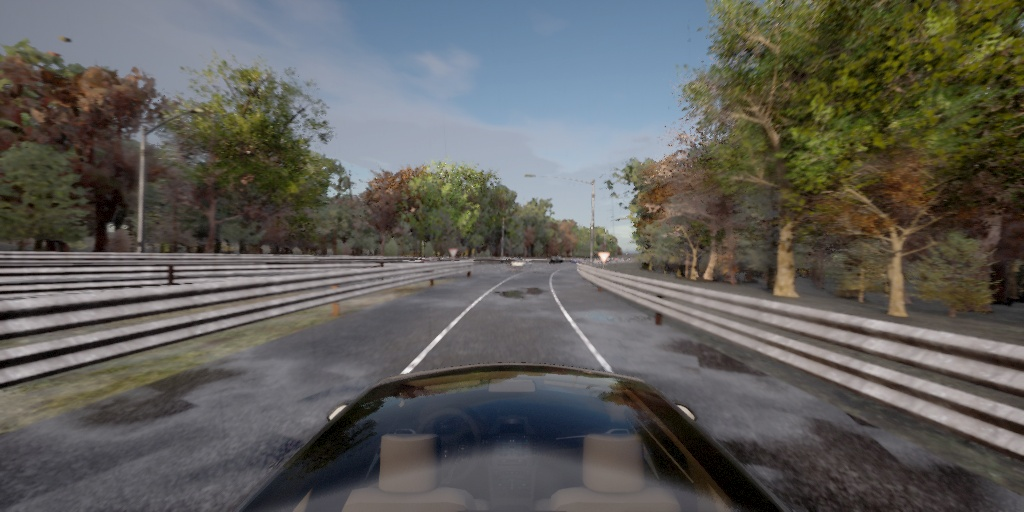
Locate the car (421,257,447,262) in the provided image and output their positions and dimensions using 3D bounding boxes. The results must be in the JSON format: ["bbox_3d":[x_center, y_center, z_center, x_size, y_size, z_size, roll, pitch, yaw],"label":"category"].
[{"bbox_3d":[-10.436,0.870,48.511,1.812,1.442,4.674,2,0,24],"label":"car"}]

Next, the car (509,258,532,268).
[{"bbox_3d":[1.761,1.285,58.601,1.895,1.301,4.718,2,0,24],"label":"car"}]
